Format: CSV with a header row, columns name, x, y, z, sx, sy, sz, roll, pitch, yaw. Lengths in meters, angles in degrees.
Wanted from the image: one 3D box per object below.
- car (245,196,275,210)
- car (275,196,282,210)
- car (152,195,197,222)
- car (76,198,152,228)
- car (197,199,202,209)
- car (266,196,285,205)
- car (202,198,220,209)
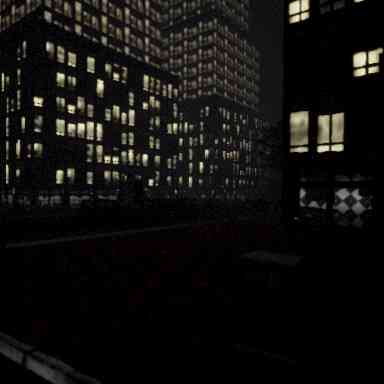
name,x,y,z,sx,sy,sz,roll,pitch,yaw
car,9.168,1.631,45.884,1.837,1.490,4.892,1,0,39
car,12.888,1.670,45.787,1.837,1.490,4.892,1,0,39
car,-2.166,1.429,27.577,2.192,1.841,5.009,1,0,39
car,-5.552,1.419,23.169,2.192,1.841,5.009,1,0,39
car,-1.422,1.356,41.190,2.192,1.841,5.009,1,0,39
car,15.885,1.541,62.937,1.967,1.590,4.097,1,0,39
car,2.039,1.492,45.540,1.967,1.590,4.097,1,0,39
